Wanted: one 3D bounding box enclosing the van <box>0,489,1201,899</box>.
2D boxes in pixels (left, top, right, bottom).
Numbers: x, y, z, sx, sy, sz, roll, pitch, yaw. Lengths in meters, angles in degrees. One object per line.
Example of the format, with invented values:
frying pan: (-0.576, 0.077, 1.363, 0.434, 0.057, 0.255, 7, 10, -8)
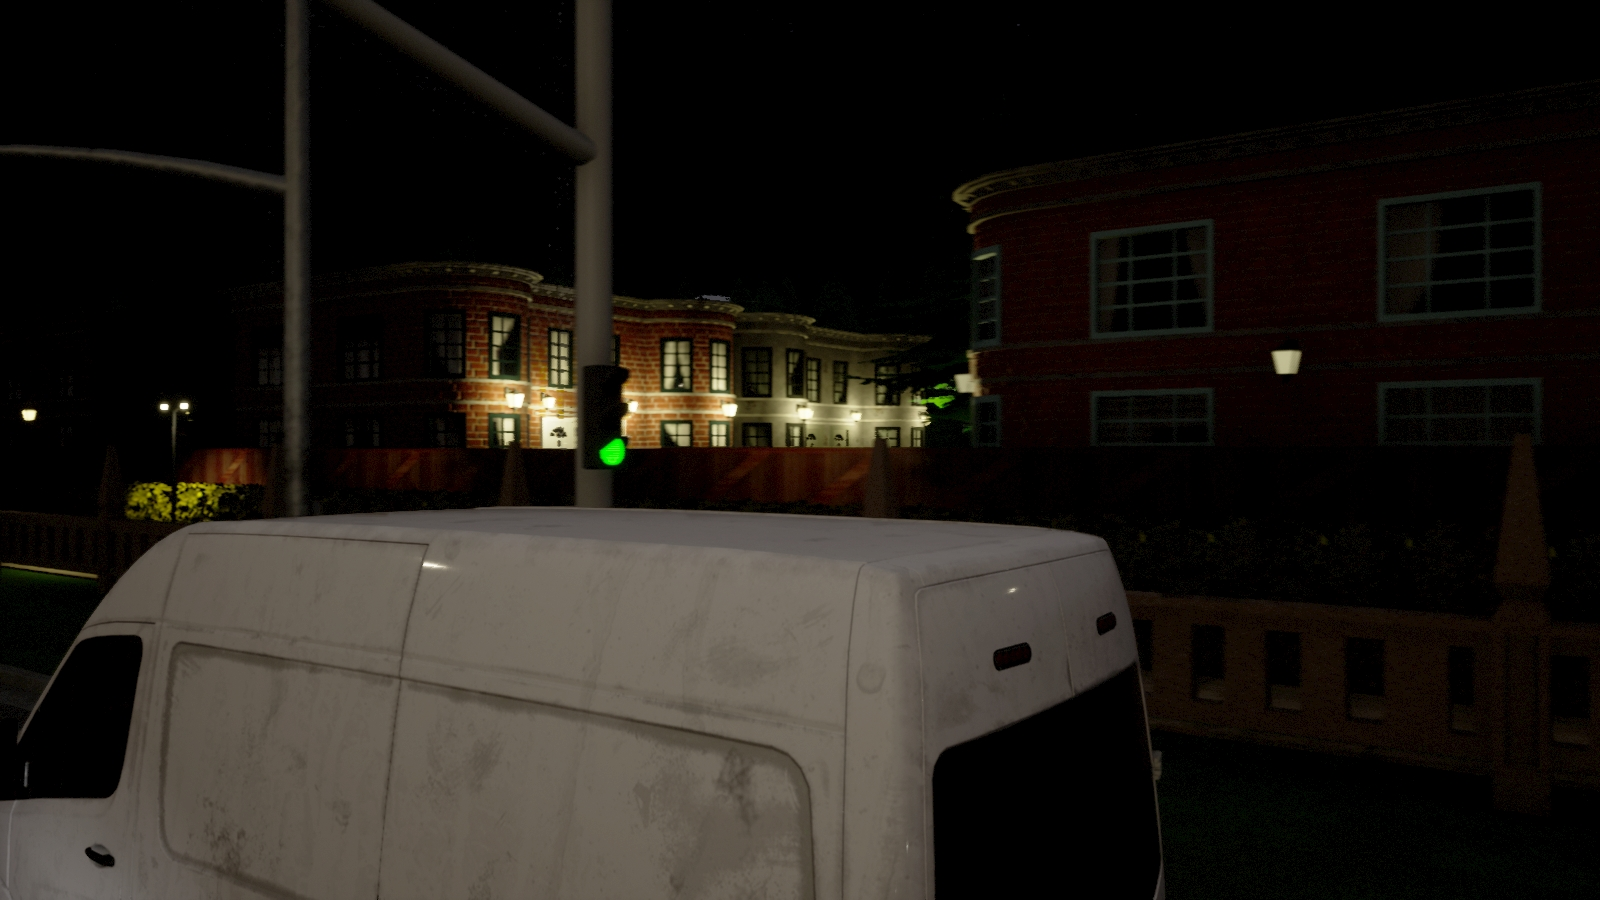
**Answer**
van: (-1.590, 1.538, 4.886, 5.915, 2.561, 1.988, 0, 0, 35)
